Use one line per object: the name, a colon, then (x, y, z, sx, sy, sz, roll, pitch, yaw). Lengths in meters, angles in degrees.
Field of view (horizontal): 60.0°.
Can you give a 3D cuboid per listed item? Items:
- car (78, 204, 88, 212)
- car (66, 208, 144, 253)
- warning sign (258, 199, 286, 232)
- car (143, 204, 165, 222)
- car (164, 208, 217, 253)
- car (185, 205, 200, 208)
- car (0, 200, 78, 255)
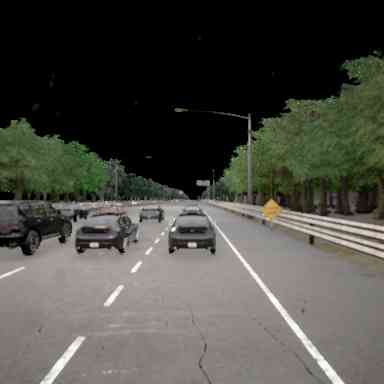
car: (-10.440, 1.834, 29.310, 2.128, 1.511, 4.902, 0, -1, 0)
car: (-3.481, 1.654, 14.298, 1.837, 1.490, 4.892, 0, 0, 0)
warning sign: (4.565, 1.317, 19.052, 1.300, 1.860, 1.060, -1, -1, 0)
car: (-3.439, 1.834, 29.274, 2.128, 1.511, 4.902, 0, -1, 0)
car: (0.019, 1.654, 14.282, 1.837, 1.490, 4.892, 0, 0, 0)
car: (0.061, 1.869, 29.353, 1.812, 1.442, 4.674, 0, -1, 0)
car: (-6.985, 1.359, 14.014, 2.150, 2.045, 5.566, 0, 0, 0)
